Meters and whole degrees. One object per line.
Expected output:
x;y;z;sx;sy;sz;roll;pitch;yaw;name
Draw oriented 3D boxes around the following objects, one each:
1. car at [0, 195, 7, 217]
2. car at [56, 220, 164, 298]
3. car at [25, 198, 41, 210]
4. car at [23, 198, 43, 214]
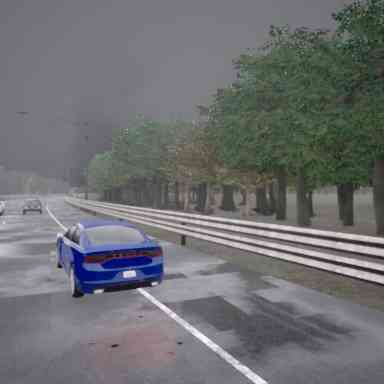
-18.719;1.233;31.038;2.150;2.045;5.566;0;0;-26;car
-2.397;1.479;8.790;1.882;1.535;5.008;0;0;-28;car
-21.363;1.548;44.776;1.812;1.442;4.674;0;0;-23;car
-16.943;1.561;35.407;2.033;1.411;5.357;0;0;-25;car
